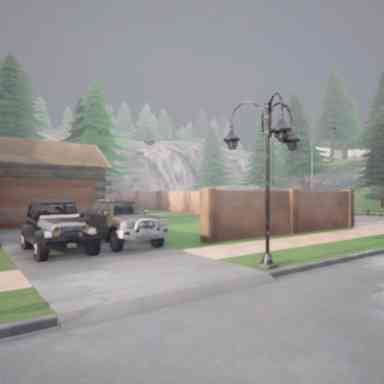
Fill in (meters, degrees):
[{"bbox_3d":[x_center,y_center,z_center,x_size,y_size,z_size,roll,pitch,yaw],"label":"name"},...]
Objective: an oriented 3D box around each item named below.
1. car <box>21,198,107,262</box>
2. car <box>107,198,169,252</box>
[{"bbox_3d":[-4.659,1.177,11.530,1.905,1.878,3.866,0,0,-36],"label":"car"},{"bbox_3d":[-2.842,1.177,13.311,1.932,1.855,4.605,0,0,-36],"label":"car"}]
